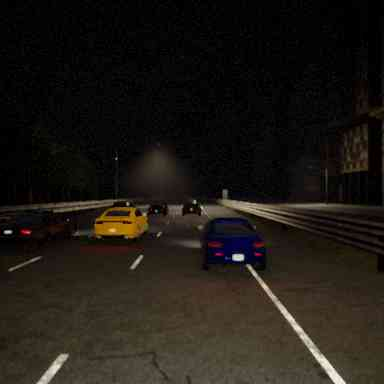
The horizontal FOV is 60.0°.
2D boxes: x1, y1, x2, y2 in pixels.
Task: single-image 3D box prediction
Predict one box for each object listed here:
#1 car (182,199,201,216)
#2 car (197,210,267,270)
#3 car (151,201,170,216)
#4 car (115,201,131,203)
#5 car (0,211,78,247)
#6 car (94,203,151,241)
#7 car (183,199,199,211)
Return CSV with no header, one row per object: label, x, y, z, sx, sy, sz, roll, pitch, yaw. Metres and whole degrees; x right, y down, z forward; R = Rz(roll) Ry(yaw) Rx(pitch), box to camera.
car,-0.029,1.740,35.251,1.994,1.385,4.181,0,-1,1
car,1.201,1.543,10.966,1.812,1.442,4.674,0,0,0
car,-3.481,1.698,34.714,1.812,1.442,4.674,0,0,0
car,-6.978,1.671,33.821,1.837,1.490,4.892,0,0,0
car,-6.934,1.581,15.096,2.033,1.411,5.357,0,0,0
car,-3.440,1.520,16.823,1.882,1.535,5.008,0,0,0
car,-0.086,1.762,47.231,2.128,1.511,4.902,0,-1,0
